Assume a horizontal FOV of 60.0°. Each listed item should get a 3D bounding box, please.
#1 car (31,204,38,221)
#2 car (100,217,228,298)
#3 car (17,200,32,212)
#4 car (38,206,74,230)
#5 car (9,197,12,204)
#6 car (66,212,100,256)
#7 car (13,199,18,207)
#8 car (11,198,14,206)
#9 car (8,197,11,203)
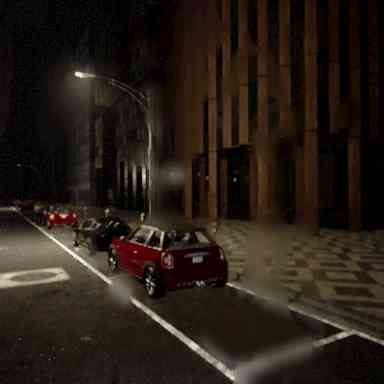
[{"bbox_3d":[-12.322,1.886,28.549,1.947,1.339,4.313,0,-1,-30],"label":"car"},{"bbox_3d":[-0.854,1.523,8.950,1.967,1.590,4.097,0,-1,-30],"label":"car"},{"bbox_3d":[-23.791,2.142,48.150,1.802,1.307,4.206,0,-1,-30],"label":"car"},{"bbox_3d":[-9.456,1.701,23.650,1.967,1.590,4.097,0,-1,-30],"label":"car"},{"bbox_3d":[-40.994,2.506,77.551,1.802,1.307,4.206,0,-1,-30],"label":"car"},{"bbox_3d":[-3.721,1.708,13.849,1.947,1.339,4.313,0,-1,-30],"label":"car"},{"bbox_3d":[-29.526,2.231,57.951,2.008,1.369,4.403,0,-1,-30],"label":"car"},{"bbox_3d":[-35.260,2.383,67.751,1.802,1.307,4.206,0,-1,-30],"label":"car"},{"bbox_3d":[-43.862,2.427,82.452,1.967,1.590,4.097,0,-1,-30],"label":"car"}]
